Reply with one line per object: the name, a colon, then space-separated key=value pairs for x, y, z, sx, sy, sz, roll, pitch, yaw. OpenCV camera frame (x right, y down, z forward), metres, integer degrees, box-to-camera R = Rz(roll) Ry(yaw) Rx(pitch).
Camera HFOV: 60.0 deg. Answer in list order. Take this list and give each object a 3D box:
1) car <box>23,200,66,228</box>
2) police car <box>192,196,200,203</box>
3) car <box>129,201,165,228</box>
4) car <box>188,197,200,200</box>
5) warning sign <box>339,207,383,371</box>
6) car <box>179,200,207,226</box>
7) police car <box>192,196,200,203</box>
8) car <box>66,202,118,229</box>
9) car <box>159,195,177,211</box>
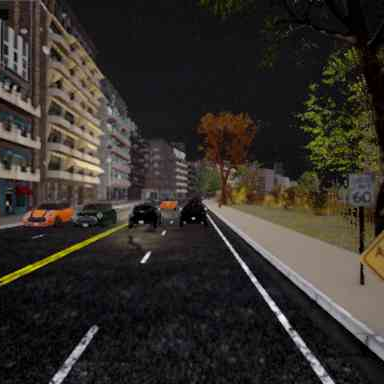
car: x=-9.841 y=1.488 z=23.265 sx=2.097 sy=1.767 sz=4.553 roll=0 pitch=0 yaw=0
police car: x=1.095 y=1.979 z=90.349 sx=1.930 sy=1.638 sz=5.238 roll=0 pitch=0 yaw=1
car: x=-3.149 y=1.640 z=23.082 sx=1.837 sy=1.490 sz=4.892 roll=0 pitch=0 yaw=0
car: x=0.090 y=1.784 z=47.745 sx=1.837 sy=1.490 sz=4.892 roll=0 pitch=-1 yaw=0
warning sign: x=2.842 y=1.142 z=4.388 sx=1.300 sy=1.860 sz=1.060 roll=-1 pitch=-1 yaw=0
car: x=0.100 y=1.621 z=24.586 sx=1.882 sy=1.535 sz=5.008 roll=0 pitch=0 yaw=0
police car: x=0.996 y=1.940 z=84.433 sx=1.930 sy=1.638 sz=5.238 roll=0 pitch=0 yaw=1
car: x=-6.592 y=1.485 z=22.858 sx=2.097 sy=1.767 sz=4.553 roll=0 pitch=0 yaw=0
car: x=-3.165 y=1.628 z=46.500 sx=2.097 sy=1.767 sz=4.553 roll=0 pitch=0 yaw=0
